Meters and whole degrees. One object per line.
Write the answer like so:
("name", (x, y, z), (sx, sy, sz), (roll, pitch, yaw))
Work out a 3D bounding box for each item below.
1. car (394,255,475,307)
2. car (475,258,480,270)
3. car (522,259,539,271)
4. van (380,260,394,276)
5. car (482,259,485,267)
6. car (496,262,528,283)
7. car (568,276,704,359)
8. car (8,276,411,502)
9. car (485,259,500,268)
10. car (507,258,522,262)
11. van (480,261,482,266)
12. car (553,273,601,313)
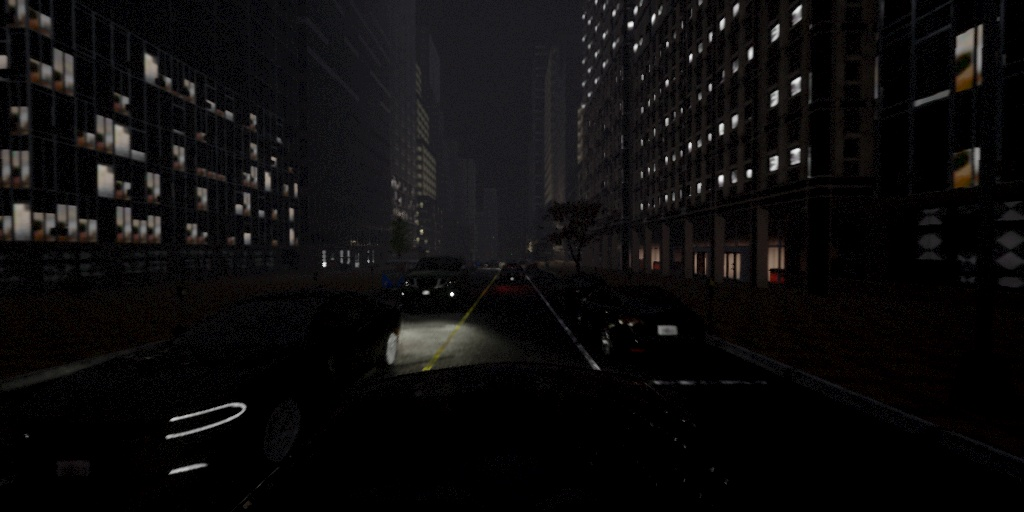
("car", (-3.112, 0.968, 15.794), (2.150, 2.045, 5.566), (0, 0, 0))
("car", (-5.769, 1.300, 47.601), (1.888, 1.381, 4.507), (0, 0, 0))
("car", (2.612, 1.326, 47.616), (1.802, 1.307, 4.207), (0, 0, 0))
("van", (-5.718, 1.089, 19.476), (1.690, 1.789, 3.998), (0, 0, 0))
("car", (-5.800, 1.312, 64.475), (1.888, 1.381, 4.507), (0, 0, 0))
("car", (0.018, 1.342, 27.473), (1.895, 1.301, 4.718), (0, 0, 0))
("car", (2.684, 1.308, 8.241), (1.948, 1.339, 4.313), (0, 0, 0))
("car", (-3.101, 1.229, 5.029), (1.882, 1.535, 5.008), (0, 0, 0))
("car", (-3.136, 1.268, 61.410), (1.837, 1.490, 4.892), (0, 0, 0))
("car", (0.007, 1.253, 48.534), (1.837, 1.490, 4.892), (0, 0, 0))
("van", (-5.779, 1.099, 53.225), (1.690, 1.789, 3.998), (0, 0, 0))
("car", (2.673, 1.306, 13.866), (1.948, 1.339, 4.313), (0, 0, 0))
